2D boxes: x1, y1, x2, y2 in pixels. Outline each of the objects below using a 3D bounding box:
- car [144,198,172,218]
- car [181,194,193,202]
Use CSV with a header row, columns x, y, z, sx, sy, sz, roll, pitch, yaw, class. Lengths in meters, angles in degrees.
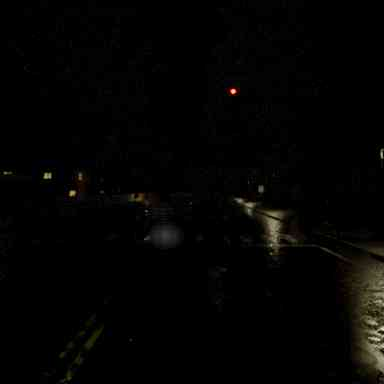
x,y,z,sx,sy,sz,roll,pitch,yaw,class
-2.790,1.349,27.996,1.837,1.490,4.892,0,2,2,car
-0.944,1.090,63.963,1.812,1.442,4.674,0,0,4,car
